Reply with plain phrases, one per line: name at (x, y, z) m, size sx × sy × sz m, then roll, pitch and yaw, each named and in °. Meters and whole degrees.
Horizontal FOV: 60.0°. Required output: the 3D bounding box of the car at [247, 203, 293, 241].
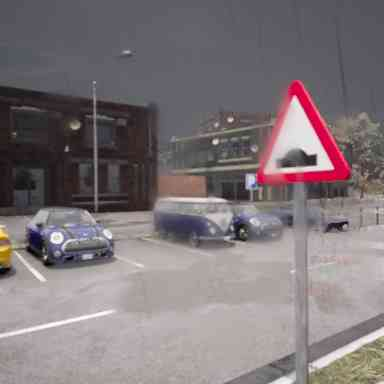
car at (2.358, 1.325, 16.666) m, size 2.185 × 1.767 × 4.553 m, roll 0°, pitch 0°, yaw -35°

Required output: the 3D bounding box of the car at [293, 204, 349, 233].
car at (6.821, 1.441, 19.771) m, size 2.163 × 1.488 × 4.792 m, roll -1°, pitch 0°, yaw -35°

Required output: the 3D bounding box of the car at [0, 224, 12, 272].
car at (-6.782, 1.484, 10.110) m, size 2.097 × 1.535 × 5.008 m, roll 0°, pitch 0°, yaw -35°

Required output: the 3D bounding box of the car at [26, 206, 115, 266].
car at (-4.438, 1.354, 11.825) m, size 2.185 × 1.767 × 4.553 m, roll 0°, pitch 0°, yaw -35°

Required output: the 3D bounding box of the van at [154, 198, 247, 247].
van at (0.075, 1.241, 14.858) m, size 1.878 × 1.987 × 4.442 m, roll 0°, pitch 0°, yaw -35°
